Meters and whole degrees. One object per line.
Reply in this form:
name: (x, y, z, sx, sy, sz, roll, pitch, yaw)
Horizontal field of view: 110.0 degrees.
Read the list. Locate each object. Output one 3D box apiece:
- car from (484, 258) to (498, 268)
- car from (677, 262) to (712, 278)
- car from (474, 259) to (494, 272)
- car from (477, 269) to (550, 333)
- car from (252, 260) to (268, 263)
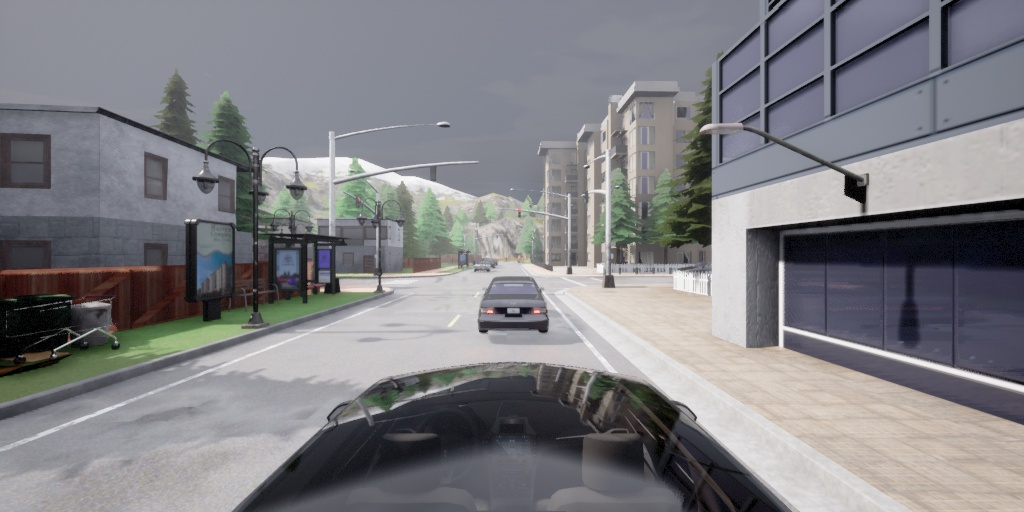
car: (-3.753, 1.102, 56.996, 2.097, 1.767, 4.553, 0, 0, 0)
car: (16.601, 1.257, 30.700, 4.902, 1.511, 2.128, 0, 0, -2)
car: (-3.731, 1.351, 45.410, 1.895, 1.301, 4.718, 0, 0, 0)
car: (0.041, 1.297, 10.701, 2.033, 1.411, 5.357, 0, 0, 0)
car: (-16.844, 1.083, 24.804, 4.553, 1.767, 2.097, 0, 0, -7)
